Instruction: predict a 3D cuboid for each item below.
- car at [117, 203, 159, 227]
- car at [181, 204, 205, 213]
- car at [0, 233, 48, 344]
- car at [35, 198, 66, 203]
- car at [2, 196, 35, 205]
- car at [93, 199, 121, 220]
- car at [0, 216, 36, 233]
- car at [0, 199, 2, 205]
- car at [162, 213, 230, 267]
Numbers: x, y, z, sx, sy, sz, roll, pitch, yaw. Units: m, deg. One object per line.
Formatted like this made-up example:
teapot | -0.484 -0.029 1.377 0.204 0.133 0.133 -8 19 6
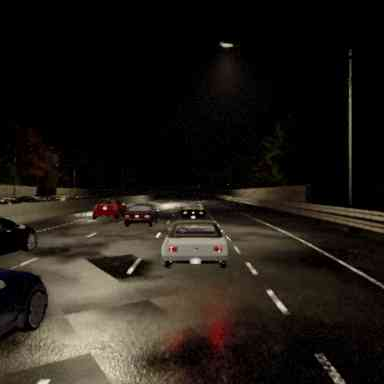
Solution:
car | -3.403 1.550 23.052 2.033 1.411 5.357 0 0 0
car | 0.095 1.606 27.263 1.895 1.301 4.718 0 0 0
car | -3.401 1.525 3.833 1.812 1.442 4.674 0 0 0
car | -17.589 1.510 42.584 2.128 1.511 4.902 0 0 0
car | -21.090 1.368 41.534 2.097 1.767 4.553 0 0 0
car | -6.907 1.358 28.516 2.097 1.767 4.553 0 0 0
car | -6.903 1.503 10.938 1.837 1.490 4.892 0 0 0
car | -24.588 1.582 41.805 1.994 1.385 4.181 0 0 0
car | 0.100 1.600 11.315 1.895 1.301 4.718 0 0 0
